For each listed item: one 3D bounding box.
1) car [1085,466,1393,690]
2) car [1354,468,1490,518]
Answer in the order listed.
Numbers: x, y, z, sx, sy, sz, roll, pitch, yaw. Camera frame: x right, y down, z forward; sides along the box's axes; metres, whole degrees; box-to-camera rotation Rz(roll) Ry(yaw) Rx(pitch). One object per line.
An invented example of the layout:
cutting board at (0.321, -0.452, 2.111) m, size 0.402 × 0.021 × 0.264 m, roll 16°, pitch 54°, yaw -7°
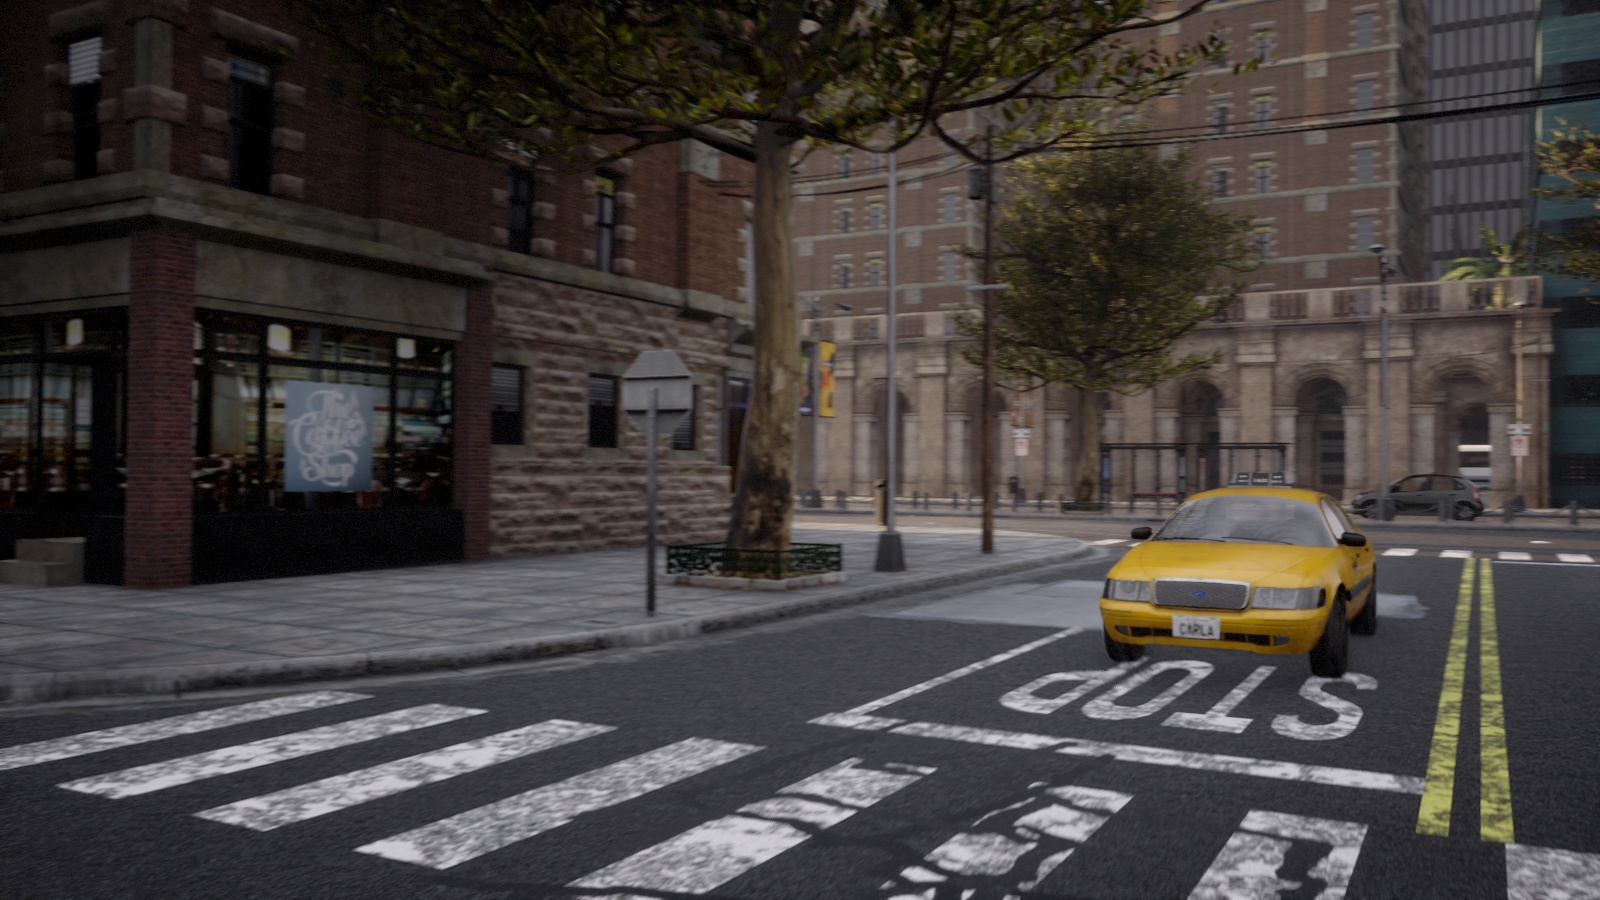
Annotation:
car at (4.298, 0.946, 11.623) m, size 1.801 × 1.575 × 5.366 m, roll -1°, pitch -1°, yaw 29°
car at (20.760, 1.402, 41.922) m, size 3.988 × 1.617 × 1.851 m, roll -1°, pitch -1°, yaw 29°
